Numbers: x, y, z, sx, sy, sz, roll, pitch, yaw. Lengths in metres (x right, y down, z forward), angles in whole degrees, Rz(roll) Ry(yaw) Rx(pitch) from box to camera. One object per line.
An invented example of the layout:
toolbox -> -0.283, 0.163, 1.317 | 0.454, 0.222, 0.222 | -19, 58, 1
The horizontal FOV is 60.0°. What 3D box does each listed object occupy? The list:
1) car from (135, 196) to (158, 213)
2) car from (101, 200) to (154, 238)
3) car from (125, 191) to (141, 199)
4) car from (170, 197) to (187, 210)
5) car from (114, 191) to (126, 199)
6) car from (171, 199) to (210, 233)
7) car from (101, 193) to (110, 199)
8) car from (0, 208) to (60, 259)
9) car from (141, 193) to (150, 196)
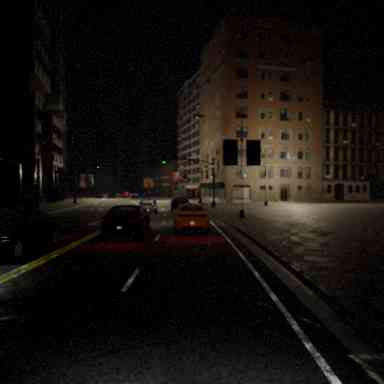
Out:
car -> -4.343, 1.402, 33.100 | 1.895, 1.301, 4.718 | 0, 0, -6
car -> -3.252, 1.373, 16.957 | 1.882, 1.535, 5.008 | 0, 1, -2
car -> -14.904, 1.052, 83.698 | 1.895, 1.301, 4.718 | 0, 0, -18
car -> -1.288, 1.270, 34.983 | 1.882, 1.535, 5.008 | 0, 0, -6
car -> -19.031, 1.043, 85.839 | 2.033, 1.411, 5.357 | 0, 0, -18
car -> -0.082, 1.365, 18.941 | 1.882, 1.535, 5.008 | 0, 0, -2
car -> -22.090, 1.038, 84.743 | 2.128, 1.511, 4.902 | 0, 0, -18
car -> -6.594, 1.396, 12.385 | 1.882, 1.535, 5.008 | 0, 0, -1
car -> -11.909, 0.985, 85.005 | 1.812, 1.442, 4.674 | 0, 0, -18
